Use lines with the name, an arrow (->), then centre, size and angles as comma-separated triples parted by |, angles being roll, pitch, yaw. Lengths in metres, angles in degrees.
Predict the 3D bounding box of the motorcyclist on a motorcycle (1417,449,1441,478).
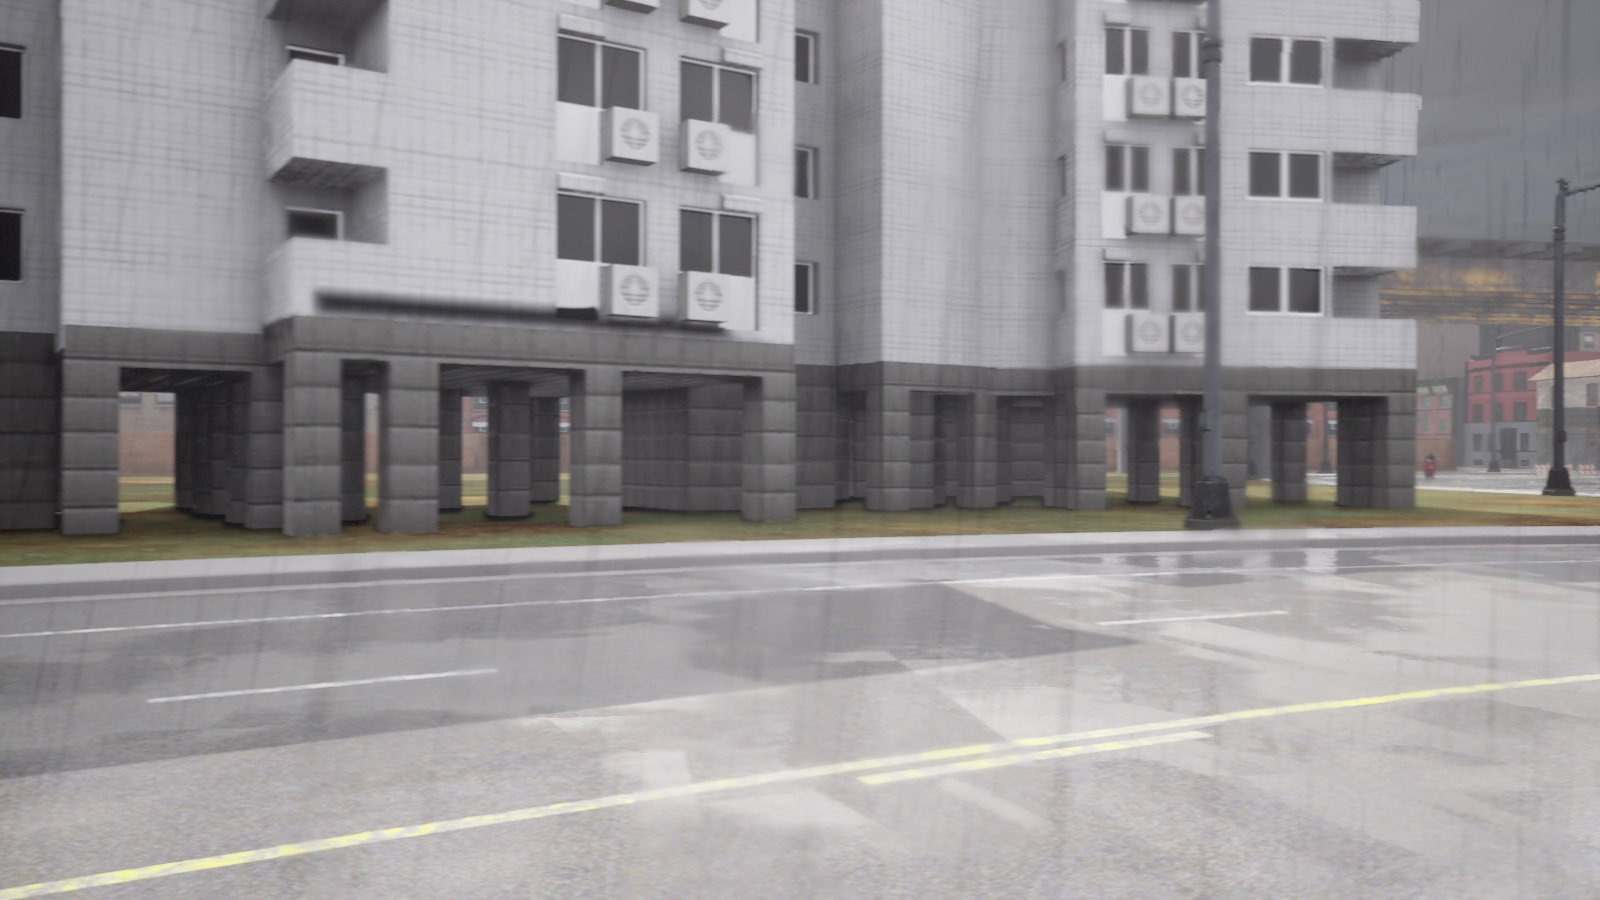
motorcyclist on a motorcycle -> 35.963, 0.759, 71.753 | 0.866, 1.590, 1.817 | 1, 0, 38
